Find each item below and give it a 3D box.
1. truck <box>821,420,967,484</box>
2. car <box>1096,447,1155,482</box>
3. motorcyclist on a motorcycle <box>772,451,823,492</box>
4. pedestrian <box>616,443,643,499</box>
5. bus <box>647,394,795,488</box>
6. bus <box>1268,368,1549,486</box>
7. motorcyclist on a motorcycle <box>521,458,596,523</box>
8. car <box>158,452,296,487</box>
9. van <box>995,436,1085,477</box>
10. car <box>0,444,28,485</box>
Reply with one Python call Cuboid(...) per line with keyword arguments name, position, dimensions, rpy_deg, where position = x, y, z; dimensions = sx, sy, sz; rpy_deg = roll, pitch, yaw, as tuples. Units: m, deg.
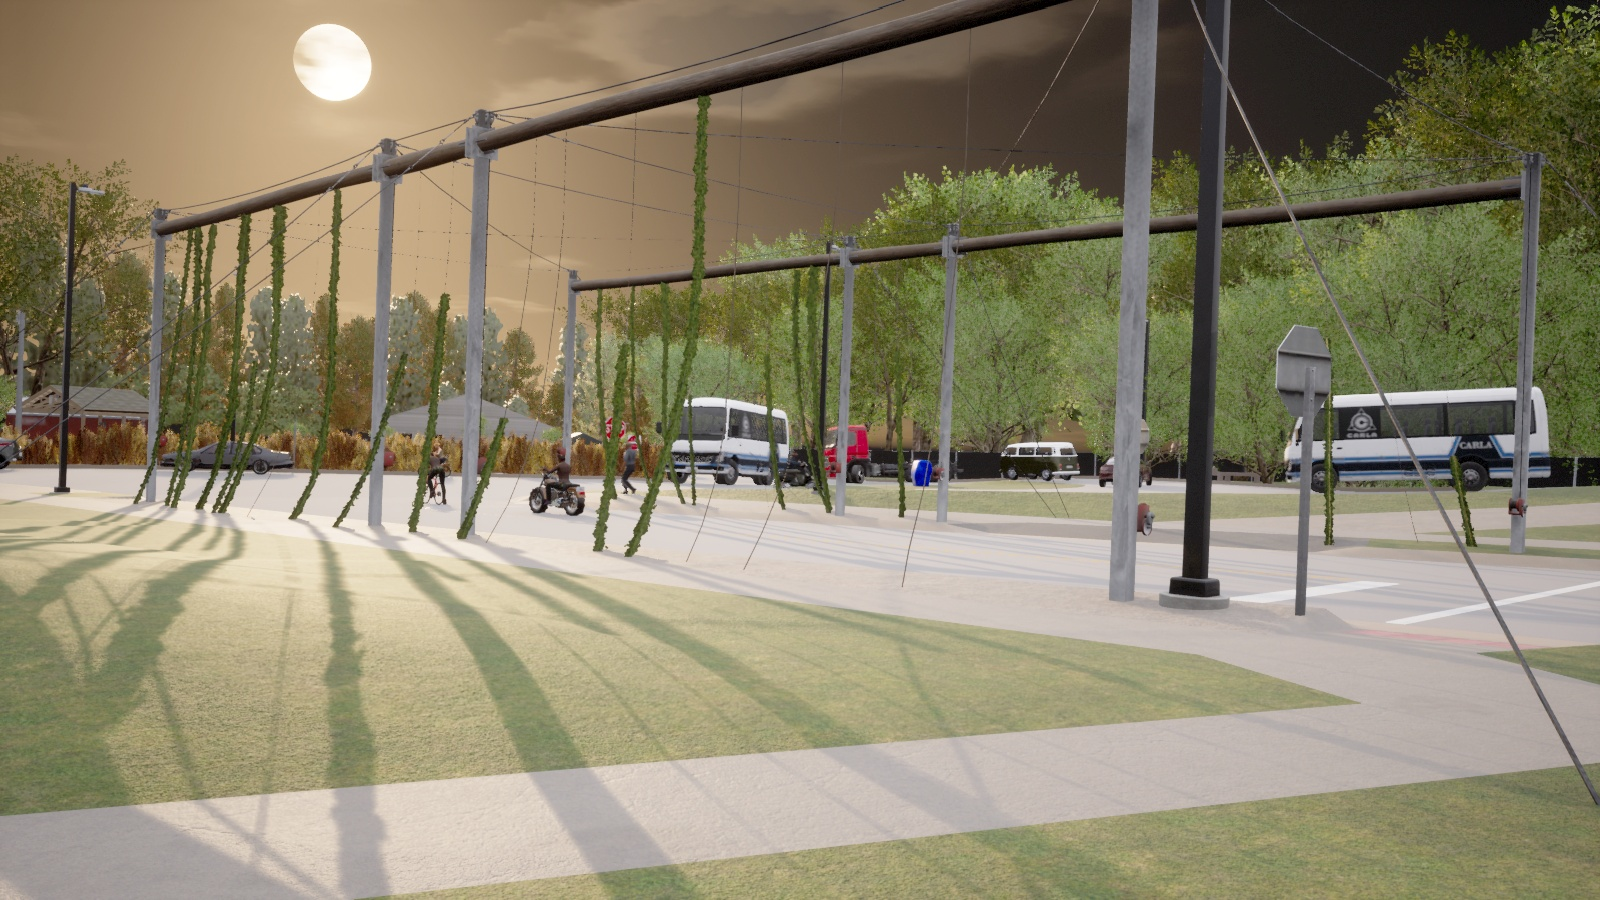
Cuboid(name="truck", position=(5.420, 0.113, 73.114), dimensions=(7.936, 3.462, 2.891), rpy_deg=(-1, -1, -10))
Cuboid(name="car", position=(14.994, 0.636, 57.642), dimensions=(1.812, 1.442, 4.674), rpy_deg=(-1, 0, 24))
Cuboid(name="motorcyclist on a motorcycle", position=(-0.084, 0.865, 50.404), dimensions=(1.817, 1.590, 0.866), rpy_deg=(-2, -3, 20))
Cuboid(name="pedestrian", position=(-5.642, 0.692, 41.576), dimensions=(0.694, 1.848, 0.540), rpy_deg=(1, 0, 22))
Cuboid(name="bus", position=(-3.742, -0.276, 63.615), dimensions=(3.944, 4.253, 10.273), rpy_deg=(0, -2, 18))
Cuboid(name="bus", position=(25.679, -0.866, 53.710), dimensions=(10.273, 4.253, 3.944), rpy_deg=(-3, -1, 23))
Cuboid(name="motorcyclist on a motorcycle", position=(-6.378, 1.053, 33.081), dimensions=(2.350, 1.649, 0.766), rpy_deg=(-1, -1, 45))
Cuboid(name="car", position=(-24.987, 0.854, 55.004), dimensions=(5.357, 1.411, 2.033), rpy_deg=(1, 1, -20))
Cuboid(name="van", position=(12.789, 0.334, 67.059), dimensions=(2.069, 2.038, 4.480), rpy_deg=(-2, 1, -36))
Cuboid(name="car", position=(-34.776, 0.612, 51.455), dimensions=(5.027, 1.651, 2.152), rpy_deg=(-1, 1, -20))
